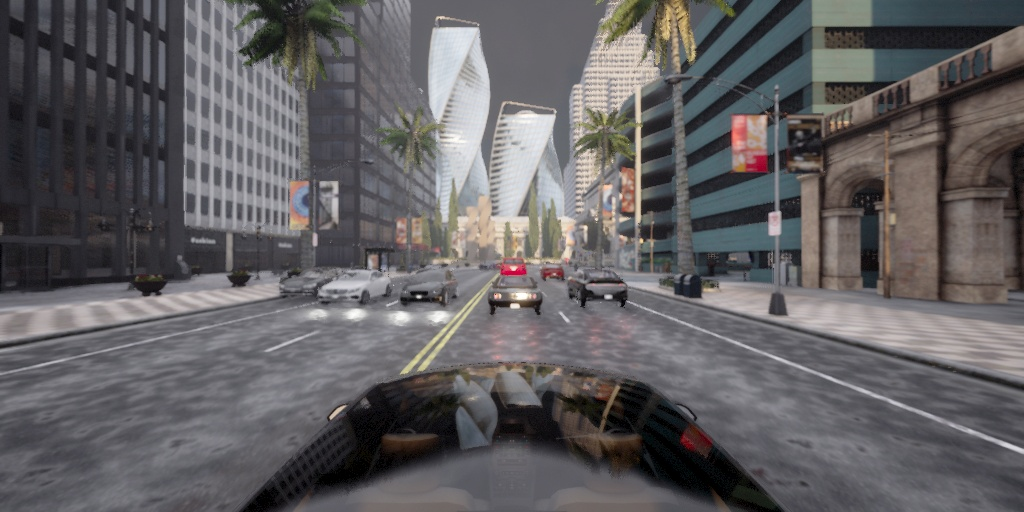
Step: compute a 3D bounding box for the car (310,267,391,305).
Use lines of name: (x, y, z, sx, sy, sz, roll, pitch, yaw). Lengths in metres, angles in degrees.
car: (-7.083, 1.364, 16.713, 1.812, 1.442, 4.674, 0, 0, 0)

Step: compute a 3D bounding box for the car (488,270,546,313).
car: (0.114, 1.426, 14.428, 1.895, 1.301, 4.718, 0, 0, 0)

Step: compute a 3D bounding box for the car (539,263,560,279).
car: (3.637, 1.414, 33.210, 1.882, 1.535, 5.008, 0, 0, 0)

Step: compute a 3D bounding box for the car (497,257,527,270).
car: (0.133, 1.143, 30.716, 2.150, 2.045, 5.566, 0, 0, 0)

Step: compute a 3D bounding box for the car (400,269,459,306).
car: (-3.584, 1.341, 16.241, 1.837, 1.490, 4.892, 0, 0, 0)

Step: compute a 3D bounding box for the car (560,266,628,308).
car: (3.615, 1.325, 15.849, 2.128, 1.511, 4.902, 0, 0, 0)

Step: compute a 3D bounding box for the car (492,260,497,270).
car: (-0.820, 1.305, 58.151, 2.150, 2.045, 5.566, 0, 0, 20)

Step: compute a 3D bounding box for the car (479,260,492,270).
car: (-3.768, 1.446, 59.910, 2.097, 1.767, 4.553, 0, 0, 22)
